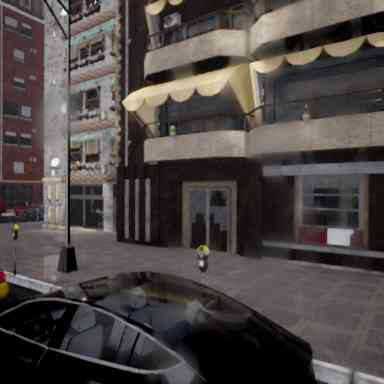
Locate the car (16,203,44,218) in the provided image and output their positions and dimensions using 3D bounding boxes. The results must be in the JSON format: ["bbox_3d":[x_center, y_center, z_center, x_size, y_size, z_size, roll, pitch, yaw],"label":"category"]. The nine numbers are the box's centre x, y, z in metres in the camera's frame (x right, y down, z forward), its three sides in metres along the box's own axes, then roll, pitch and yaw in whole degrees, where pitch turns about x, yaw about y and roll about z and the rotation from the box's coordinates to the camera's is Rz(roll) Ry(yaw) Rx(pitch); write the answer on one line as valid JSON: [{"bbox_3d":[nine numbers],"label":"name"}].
[{"bbox_3d":[-15.179,1.912,35.302,2.033,1.411,5.357,0,-1,35],"label":"car"}]

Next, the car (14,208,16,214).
[{"bbox_3d":[-17.307,1.897,36.801,1.887,1.381,4.507,-1,-2,35],"label":"car"}]

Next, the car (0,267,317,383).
[{"bbox_3d":[-0.923,1.563,3.527,4.313,1.339,1.947,0,0,35],"label":"car"}]

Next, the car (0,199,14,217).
[{"bbox_3d":[-20.593,1.565,32.155,2.192,1.841,5.009,-1,-2,35],"label":"car"}]
